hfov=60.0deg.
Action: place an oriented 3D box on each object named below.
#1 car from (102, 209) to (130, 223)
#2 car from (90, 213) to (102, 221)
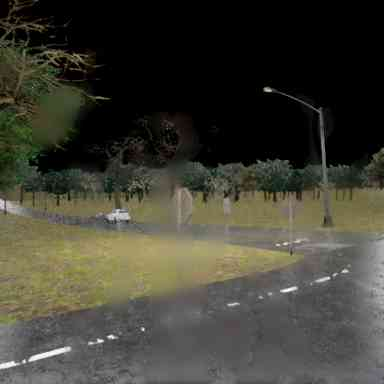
[{"bbox_3d":[-11.812,3.818,52.879,2.150,2.045,5.566,-2,-2,-34],"label":"car"},{"bbox_3d":[-17.170,4.517,60.672,1.812,1.442,4.674,-1,-1,-34],"label":"car"}]
